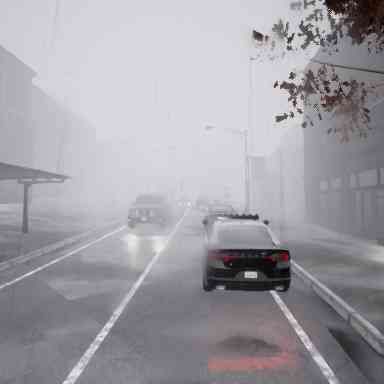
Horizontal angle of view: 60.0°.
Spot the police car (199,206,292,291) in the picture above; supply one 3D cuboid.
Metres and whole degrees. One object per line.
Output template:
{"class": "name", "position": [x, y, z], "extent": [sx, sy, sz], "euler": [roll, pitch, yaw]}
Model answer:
{"class": "police car", "position": [1.245, 1.412, 9.108], "extent": [1.930, 1.638, 5.238], "euler": [0, 0, 2]}

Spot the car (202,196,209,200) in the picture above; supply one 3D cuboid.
{"class": "car", "position": [1.826, 1.348, 25.193], "extent": [1.801, 1.575, 5.366], "euler": [0, 0, 2]}

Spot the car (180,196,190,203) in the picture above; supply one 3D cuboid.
{"class": "car", "position": [-1.326, 1.343, 63.369], "extent": [1.895, 1.301, 4.718], "euler": [0, 0, 2]}

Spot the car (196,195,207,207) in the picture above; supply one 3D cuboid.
{"class": "car", "position": [1.569, 1.392, 45.902], "extent": [1.895, 1.301, 4.718], "euler": [0, 0, 2]}

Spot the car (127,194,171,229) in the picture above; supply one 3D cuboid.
{"class": "car", "position": [-2.627, 1.139, 21.504], "extent": [2.150, 2.045, 5.566], "euler": [0, 0, 2]}

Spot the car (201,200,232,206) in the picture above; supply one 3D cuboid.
{"class": "car", "position": [1.604, 1.437, 19.001], "extent": [1.837, 1.490, 4.892], "euler": [0, 0, 2]}
